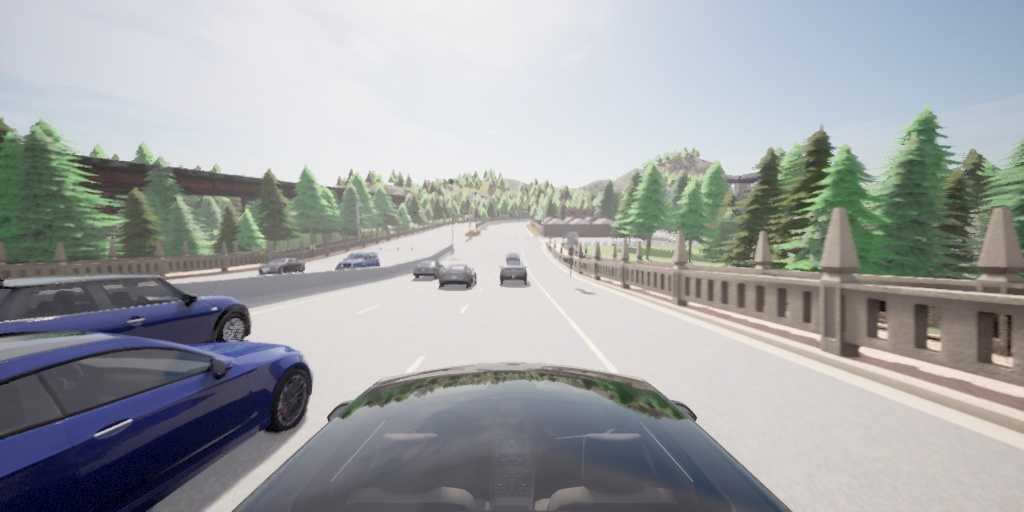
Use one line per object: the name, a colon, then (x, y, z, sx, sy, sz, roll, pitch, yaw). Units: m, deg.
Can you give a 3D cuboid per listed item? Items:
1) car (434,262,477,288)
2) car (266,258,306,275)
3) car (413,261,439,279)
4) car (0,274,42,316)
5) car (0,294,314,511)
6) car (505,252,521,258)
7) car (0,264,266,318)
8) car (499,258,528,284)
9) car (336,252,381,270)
car: (-3.394, 1.210, 23.011, 1.994, 1.385, 4.181, 0, 0, 0)
car: (-20.994, 0.959, 32.968, 2.128, 1.511, 4.902, 0, 2, 0)
car: (-6.891, 1.099, 30.423, 2.033, 1.411, 5.357, 0, 2, 0)
car: (-17.586, 1.309, 10.324, 1.895, 1.301, 4.718, 0, 0, 0)
car: (-3.400, 1.272, 2.555, 1.812, 1.442, 4.674, 0, 0, 0)
car: (0.100, 0.285, 44.471, 1.812, 1.442, 4.674, 0, 5, 0)
car: (-6.898, 1.080, 6.168, 2.097, 1.767, 4.553, 0, 0, 0)
car: (0.107, 1.120, 25.458, 2.128, 1.511, 4.902, 0, 0, 0)
car: (-13.992, 0.667, 33.082, 2.150, 2.045, 5.566, 0, 2, 0)
